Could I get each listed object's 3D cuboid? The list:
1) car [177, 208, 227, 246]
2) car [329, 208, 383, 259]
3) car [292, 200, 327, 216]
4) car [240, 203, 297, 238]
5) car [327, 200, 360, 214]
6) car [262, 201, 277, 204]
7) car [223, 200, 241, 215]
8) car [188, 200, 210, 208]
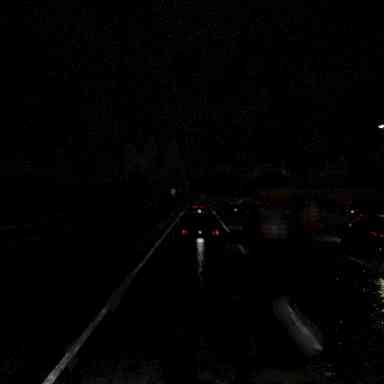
[{"bbox_3d":[0.374,1.612,15.266,1.895,1.301,4.718,0,0,1],"label":"car"},{"bbox_3d":[7.319,1.561,12.418,2.033,1.411,5.357,0,0,1],"label":"car"},{"bbox_3d":[11.221,1.535,32.903,1.837,1.490,4.892,0,0,1],"label":"car"},{"bbox_3d":[3.909,1.541,17.818,1.812,1.442,4.674,0,0,1],"label":"car"},{"bbox_3d":[14.721,1.537,32.834,1.837,1.490,4.892,0,0,1],"label":"car"},{"bbox_3d":[7.734,1.593,33.598,1.994,1.385,4.181,0,0,1],"label":"car"},{"bbox_3d":[4.228,1.552,34.042,1.812,1.442,4.674,0,0,1],"label":"car"},{"bbox_3d":[0.724,1.530,33.073,1.837,1.490,4.892,0,0,1],"label":"car"}]
